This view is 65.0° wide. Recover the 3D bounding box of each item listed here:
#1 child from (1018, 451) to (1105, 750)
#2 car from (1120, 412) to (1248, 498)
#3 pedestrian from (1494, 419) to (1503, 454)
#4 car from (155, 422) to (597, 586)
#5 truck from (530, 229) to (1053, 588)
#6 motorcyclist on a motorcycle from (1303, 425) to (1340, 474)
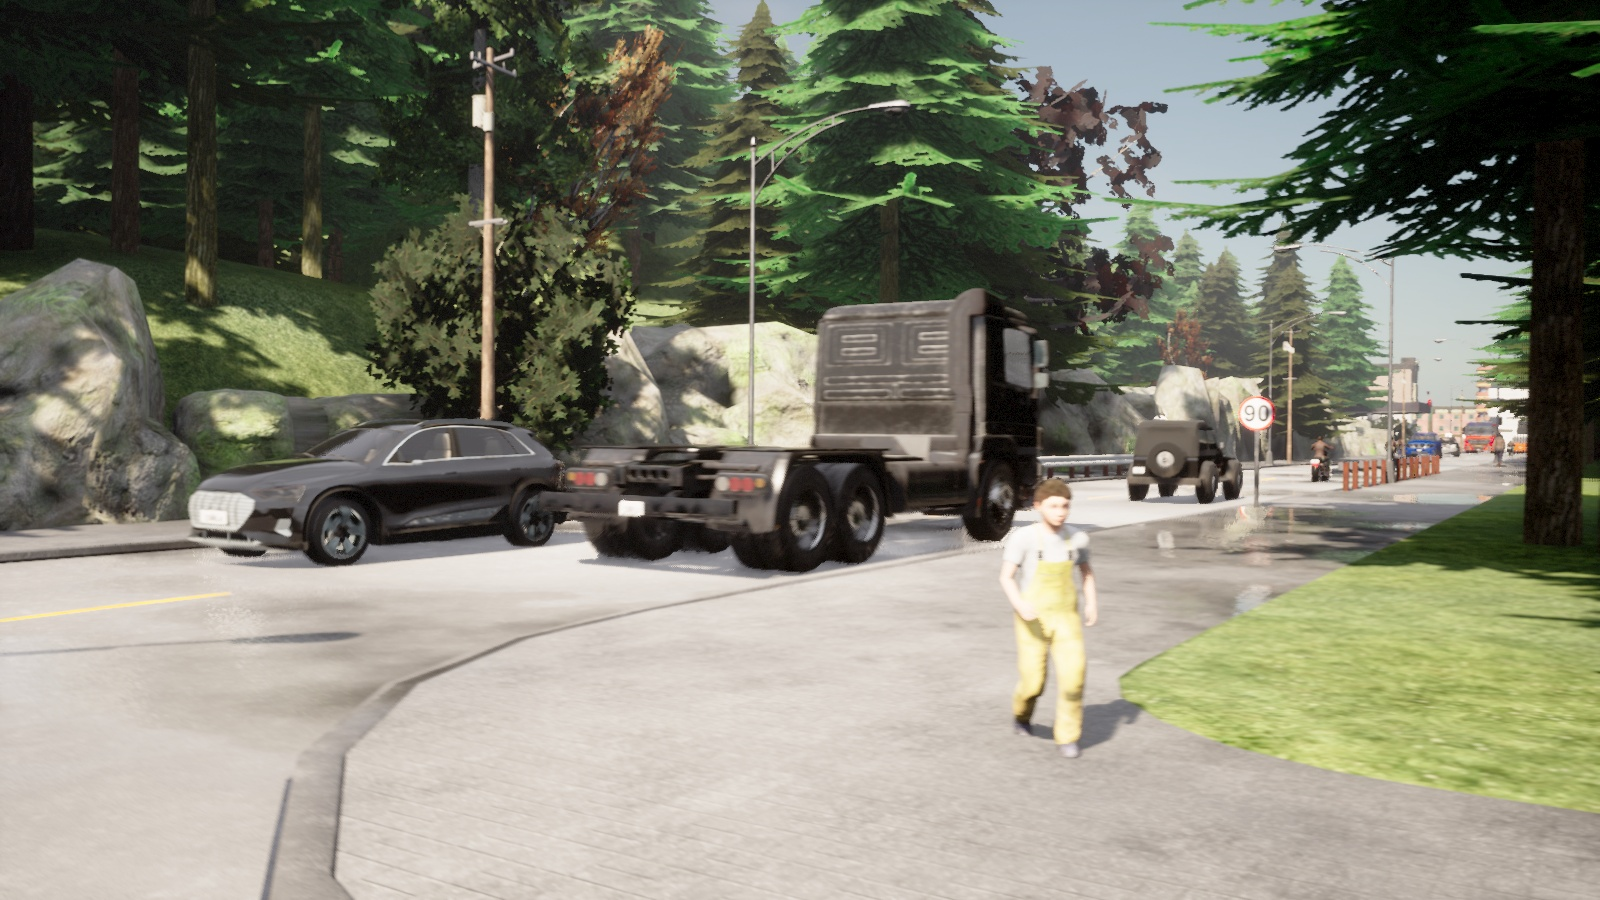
[{"bbox_3d":[1.150,0.641,5.559,0.270,1.263,0.437,0,1,-2],"label":"child"},{"bbox_3d":[9.116,0.077,29.620,1.905,1.878,3.866,0,1,33],"label":"car"},{"bbox_3d":[36.718,-0.701,66.013,0.328,1.805,0.869,0,1,33],"label":"pedestrian"},{"bbox_3d":[-4.872,0.508,15.216,2.033,1.649,4.856,0,1,32],"label":"car"},{"bbox_3d":[0.432,-0.461,16.239,2.891,3.462,7.936,0,1,33],"label":"truck"},{"bbox_3d":[18.168,-0.024,43.721,0.766,1.649,2.350,0,1,33],"label":"motorcyclist on a motorcycle"}]
